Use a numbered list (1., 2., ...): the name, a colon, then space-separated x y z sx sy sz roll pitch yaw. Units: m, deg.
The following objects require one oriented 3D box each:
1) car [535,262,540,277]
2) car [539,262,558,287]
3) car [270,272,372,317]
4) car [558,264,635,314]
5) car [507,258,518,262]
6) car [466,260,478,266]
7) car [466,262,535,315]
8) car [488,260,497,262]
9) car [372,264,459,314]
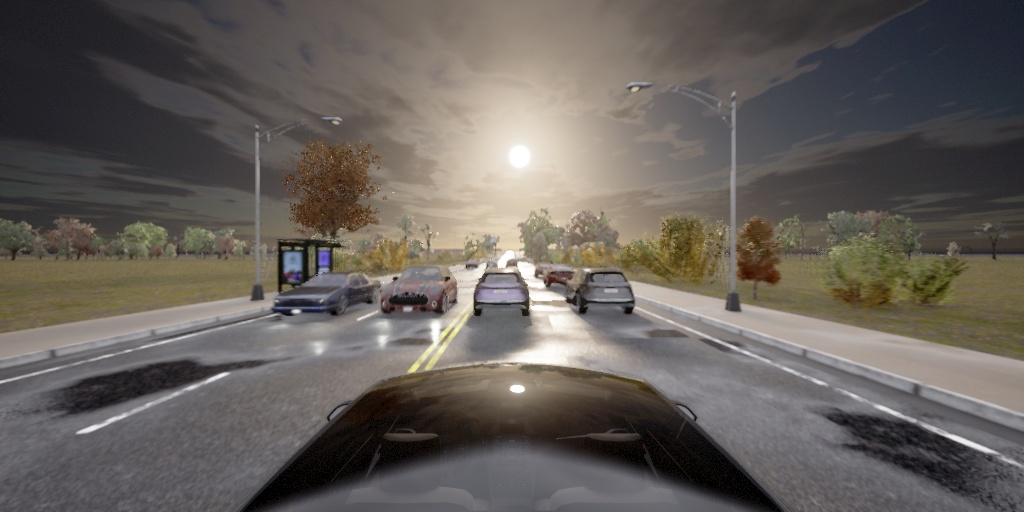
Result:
1. car: 3.212 1.340 35.982 1.812 1.442 4.674 0 0 0
2. car: 3.225 1.275 24.981 1.882 1.535 5.008 0 0 0
3. car: -6.610 1.324 13.660 2.033 1.411 5.357 0 0 0
4. car: 3.239 1.208 13.981 2.033 1.649 4.856 0 0 0
5. car: 0.008 1.196 64.198 2.097 1.767 4.553 0 0 0
6. car: -6.569 1.325 59.872 1.882 1.535 5.008 0 0 0
7. car: -0.316 1.207 13.714 2.033 1.649 4.856 0 0 1
8. car: -3.318 1.340 59.995 2.128 1.511 4.902 0 0 0
9. car: -3.359 1.129 13.798 2.097 1.767 4.553 0 0 0
